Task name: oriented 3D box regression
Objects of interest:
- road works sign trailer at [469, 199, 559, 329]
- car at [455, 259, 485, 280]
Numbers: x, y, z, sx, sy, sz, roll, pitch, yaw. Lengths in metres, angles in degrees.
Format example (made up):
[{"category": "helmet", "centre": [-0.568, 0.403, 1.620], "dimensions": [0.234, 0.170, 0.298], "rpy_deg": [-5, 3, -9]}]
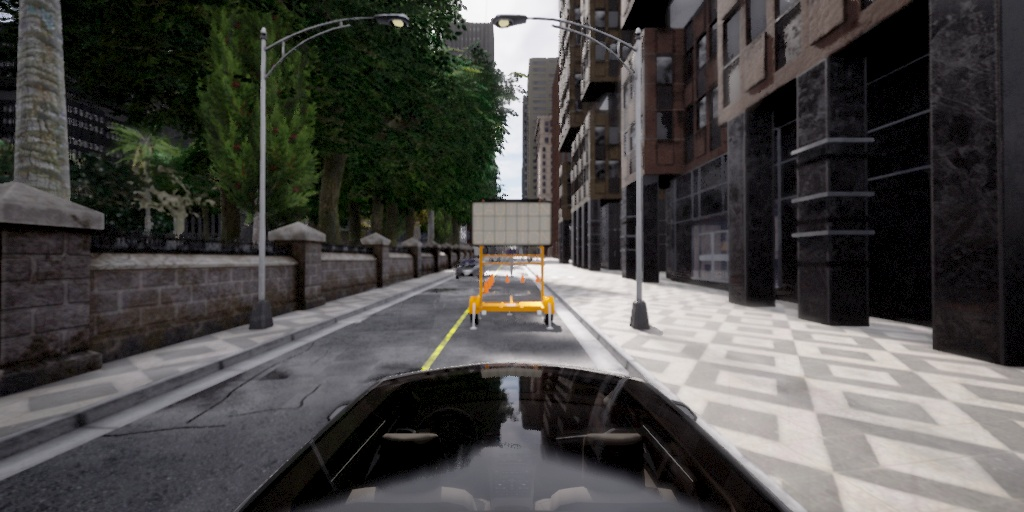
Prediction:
[{"category": "road works sign trailer", "centre": [-0.008, 0.107, 10.763], "dimensions": [2.380, 3.560, 2.880], "rpy_deg": [0, 0, 0]}, {"category": "car", "centre": [-3.129, 0.950, 27.322], "dimensions": [2.128, 1.511, 4.902], "rpy_deg": [0, 1, 0]}]
